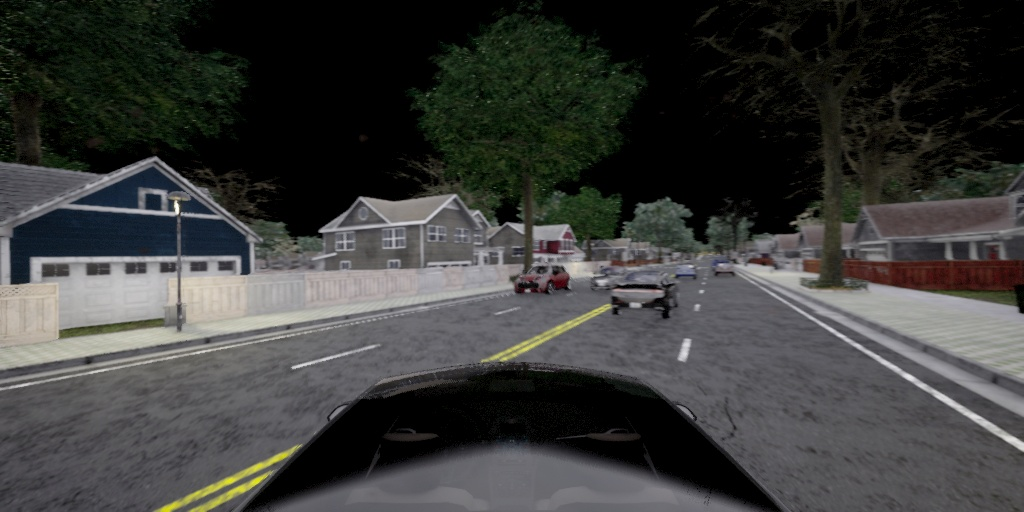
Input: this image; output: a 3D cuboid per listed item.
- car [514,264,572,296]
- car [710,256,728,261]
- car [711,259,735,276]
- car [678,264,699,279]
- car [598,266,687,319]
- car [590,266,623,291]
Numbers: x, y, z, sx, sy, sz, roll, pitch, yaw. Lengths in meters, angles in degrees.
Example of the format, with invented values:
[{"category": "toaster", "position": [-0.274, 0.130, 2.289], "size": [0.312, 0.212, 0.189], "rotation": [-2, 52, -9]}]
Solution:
[{"category": "car", "position": [1.918, 1.321, 21.454], "size": [2.097, 1.767, 4.553], "rotation": [-1, -1, 29]}, {"category": "car", "position": [29.027, 1.085, 49.992], "size": [2.150, 2.045, 5.566], "rotation": [-1, -1, 29]}, {"category": "car", "position": [22.533, 1.371, 38.076], "size": [2.033, 1.411, 5.357], "rotation": [-1, -1, 30]}, {"category": "car", "position": [16.421, 1.421, 33.763], "size": [2.033, 1.411, 5.357], "rotation": [-1, -1, 29]}, {"category": "car", "position": [4.974, 1.299, 13.155], "size": [2.128, 1.511, 4.902], "rotation": [-1, -1, 29]}, {"category": "car", "position": [6.377, 1.399, 22.786], "size": [2.128, 1.511, 4.902], "rotation": [-1, -1, 29]}]
